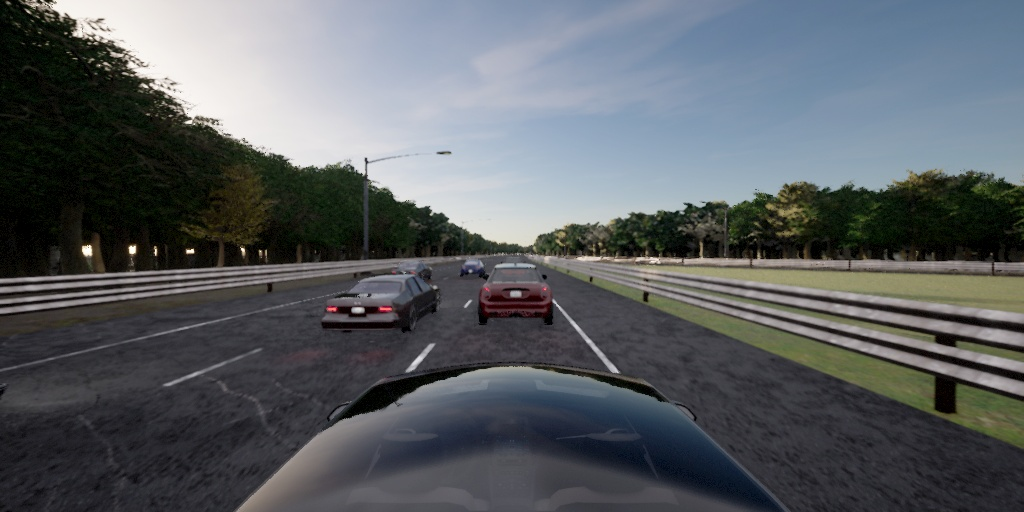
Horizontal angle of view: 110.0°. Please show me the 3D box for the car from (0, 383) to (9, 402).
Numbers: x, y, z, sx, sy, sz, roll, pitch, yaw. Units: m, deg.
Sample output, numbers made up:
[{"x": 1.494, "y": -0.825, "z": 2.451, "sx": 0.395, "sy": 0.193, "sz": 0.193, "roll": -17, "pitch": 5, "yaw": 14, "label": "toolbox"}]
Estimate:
[{"x": -6.902, "y": 1.297, "z": 1.703, "sx": 2.033, "sy": 1.411, "sz": 5.357, "roll": 0, "pitch": 0, "yaw": 0, "label": "car"}]

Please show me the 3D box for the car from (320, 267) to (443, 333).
[{"x": -3.398, "y": 1.225, "z": 10.424, "sx": 2.033, "sy": 1.411, "sz": 5.357, "roll": 0, "pitch": 0, "yaw": 0, "label": "car"}]

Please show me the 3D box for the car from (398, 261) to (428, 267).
[{"x": -6.897, "y": 1.083, "z": 25.153, "sx": 2.033, "sy": 1.411, "sz": 5.357, "roll": 0, "pitch": 1, "yaw": 0, "label": "car"}]

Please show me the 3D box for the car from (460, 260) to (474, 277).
[{"x": -3.393, "y": 1.043, "z": 31.649, "sx": 1.812, "sy": 1.442, "sz": 4.674, "roll": 0, "pitch": 0, "yaw": 0, "label": "car"}]

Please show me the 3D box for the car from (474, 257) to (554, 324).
[{"x": 0.102, "y": 1.019, "z": 11.711, "sx": 2.097, "sy": 1.767, "sz": 4.553, "roll": 0, "pitch": 0, "yaw": 0, "label": "car"}]
